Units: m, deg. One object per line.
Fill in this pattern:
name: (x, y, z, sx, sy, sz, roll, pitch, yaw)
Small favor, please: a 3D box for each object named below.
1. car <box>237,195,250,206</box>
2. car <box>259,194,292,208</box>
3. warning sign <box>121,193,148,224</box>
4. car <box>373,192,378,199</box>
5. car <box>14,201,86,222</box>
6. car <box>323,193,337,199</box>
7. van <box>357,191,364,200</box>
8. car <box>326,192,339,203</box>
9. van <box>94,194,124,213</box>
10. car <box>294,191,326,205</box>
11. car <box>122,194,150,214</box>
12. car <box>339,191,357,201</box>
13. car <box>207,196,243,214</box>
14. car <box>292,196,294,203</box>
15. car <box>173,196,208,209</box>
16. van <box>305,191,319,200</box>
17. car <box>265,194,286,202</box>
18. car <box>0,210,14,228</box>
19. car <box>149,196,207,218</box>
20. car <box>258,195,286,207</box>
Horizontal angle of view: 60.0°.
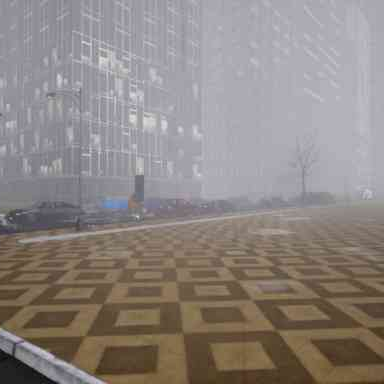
car: (5.105, 1.245, 43.355, 1.895, 1.301, 4.718, 0, 1, 41)
car: (9.947, 1.244, 40.131, 1.802, 1.307, 4.206, 1, 1, 41)
warning sign: (-3.582, 0.977, 20.725, 1.300, 1.860, 1.060, 0, 0, 41)
car: (39.575, 0.848, 74.675, 2.008, 1.369, 4.403, 1, 1, 41)
car: (-10.733, 1.388, 24.923, 2.033, 1.411, 5.357, 0, 1, 41)
car: (33.227, 0.829, 80.147, 1.947, 1.339, 4.313, 1, 1, 41)
van: (35.873, 0.683, 70.354, 1.690, 1.788, 3.998, 1, 1, 41)
car: (21.058, 0.840, 53.081, 2.192, 1.841, 5.009, 1, 1, 41)
van: (-7.603, 1.106, 32.725, 1.690, 1.788, 3.998, 1, 1, 41)
car: (17.355, 0.885, 48.764, 2.192, 1.841, 5.009, 1, 1, 41)
car: (-4.071, 1.235, 32.689, 1.882, 1.535, 5.008, 0, 1, 41)
car: (28.575, 0.957, 61.849, 1.752, 1.417, 4.829, 1, 1, 41)
car: (2.590, 1.320, 31.453, 1.947, 1.339, 4.313, 1, 1, 41)
car: (17.160, 1.101, 52.683, 1.994, 1.385, 4.181, 0, 1, 41)
car: (-0.112, 1.218, 41.290, 1.887, 1.381, 4.507, 1, 1, 41)
van: (25.821, 0.695, 71.507, 1.690, 1.788, 3.998, 1, 1, 41)
car: (14.709, 1.056, 58.556, 1.947, 1.339, 4.313, 1, 1, 41)
car: (-12.635, 1.431, 18.009, 1.812, 1.442, 4.674, 1, 1, 45)
car: (-1.070, 1.240, 27.097, 1.967, 1.590, 4.097, 1, 1, 41)
car: (10.922, 1.178, 45.332, 1.994, 1.385, 4.181, 0, 1, 41)
